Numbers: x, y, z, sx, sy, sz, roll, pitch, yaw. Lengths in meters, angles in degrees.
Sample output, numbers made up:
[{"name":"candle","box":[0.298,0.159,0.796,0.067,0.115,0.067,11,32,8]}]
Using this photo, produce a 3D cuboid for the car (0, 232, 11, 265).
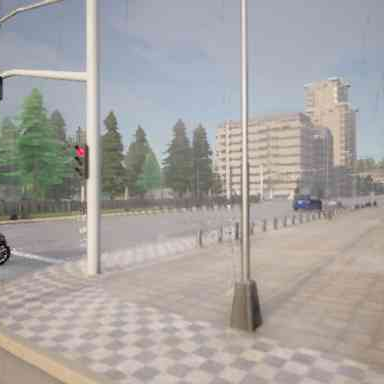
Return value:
[{"name":"car","box":[-6.775,1.425,8.955,2.097,1.767,4.553,0,0,-9]}]

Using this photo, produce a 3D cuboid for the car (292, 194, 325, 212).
[{"name":"car","box":[13.811,1.304,39.844,2.150,2.045,5.566,0,0,36]}]

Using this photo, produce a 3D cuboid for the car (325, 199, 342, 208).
[{"name":"car","box":[21.311,1.681,50.329,1.895,1.301,4.718,0,0,36]}]
